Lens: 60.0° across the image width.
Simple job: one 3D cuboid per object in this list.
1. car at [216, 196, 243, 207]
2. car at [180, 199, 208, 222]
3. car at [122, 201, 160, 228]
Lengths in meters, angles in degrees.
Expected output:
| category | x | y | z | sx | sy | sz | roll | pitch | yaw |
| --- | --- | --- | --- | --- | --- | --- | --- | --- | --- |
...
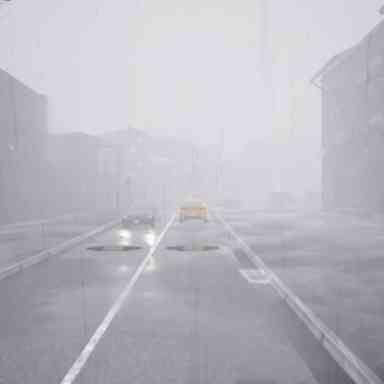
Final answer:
| category | x | y | z | sx | sy | sz | roll | pitch | yaw |
| --- | --- | --- | --- | --- | --- | --- | --- | --- | --- |
| car | 4.717 | 1.222 | 41.382 | 1.994 | 1.385 | 4.181 | -1 | -2 | 37 |
| car | 0.137 | 1.241 | 24.210 | 1.882 | 1.535 | 5.008 | 0 | 1 | 1 |
| car | -3.072 | 1.346 | 20.922 | 1.812 | 1.442 | 4.674 | 0 | 1 | 1 |
